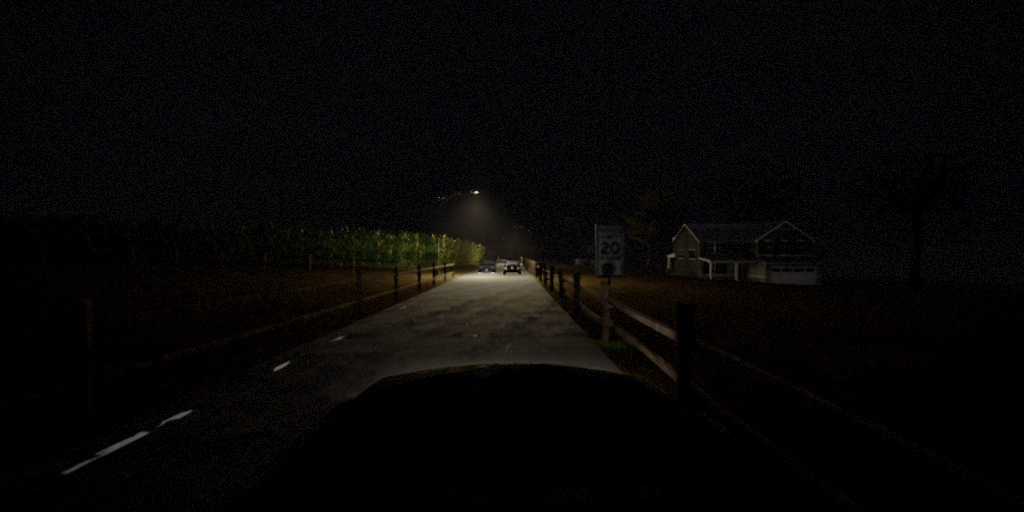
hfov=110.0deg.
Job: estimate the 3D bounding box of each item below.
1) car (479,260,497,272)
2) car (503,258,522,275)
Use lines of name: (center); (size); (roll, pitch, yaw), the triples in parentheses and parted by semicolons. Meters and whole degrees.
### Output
car: (-2.737, 1.114, 41.341); (2.033, 1.411, 5.357); (0, 0, 0)
car: (0.012, 1.141, 36.310); (2.033, 1.411, 5.357); (0, 0, 0)
